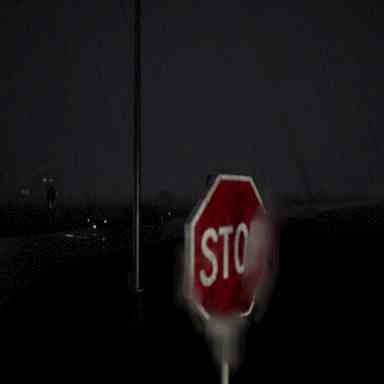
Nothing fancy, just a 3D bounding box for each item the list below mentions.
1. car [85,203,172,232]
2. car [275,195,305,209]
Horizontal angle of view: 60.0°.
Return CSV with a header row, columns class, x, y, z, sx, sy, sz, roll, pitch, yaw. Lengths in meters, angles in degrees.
class,x,y,z,sx,sy,sz,roll,pitch,yaw
car,-3.451,1.381,19.290,2.033,1.411,5.357,1,1,36
car,11.152,1.102,37.859,2.128,1.511,4.902,1,1,40
